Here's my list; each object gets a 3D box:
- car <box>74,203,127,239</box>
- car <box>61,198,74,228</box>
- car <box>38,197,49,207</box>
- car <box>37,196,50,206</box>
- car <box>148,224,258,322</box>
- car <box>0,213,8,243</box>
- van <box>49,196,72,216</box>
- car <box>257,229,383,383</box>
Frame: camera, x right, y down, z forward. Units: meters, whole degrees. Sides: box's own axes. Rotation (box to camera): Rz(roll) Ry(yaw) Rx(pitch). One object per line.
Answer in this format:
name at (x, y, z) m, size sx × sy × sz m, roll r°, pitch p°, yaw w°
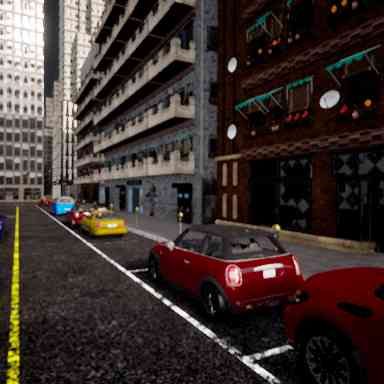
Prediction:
car at (-4.779, 1.526, 17.493) m, size 1.752 × 1.417 × 4.829 m, roll -1°, pitch 0°, yaw -28°
car at (-7.275, 1.440, 22.258) m, size 1.967 × 1.590 × 4.097 m, roll -1°, pitch 0°, yaw -28°
car at (-22.718, 1.537, 51.754) m, size 1.887 × 1.381 × 4.507 m, roll -1°, pitch 0°, yaw -28°
car at (-25.371, 1.516, 56.821) m, size 1.752 × 1.417 × 4.829 m, roll -1°, pitch 0°, yaw -28°
car at (0.447, 1.441, 7.510) m, size 1.967 × 1.590 × 4.097 m, roll -1°, pitch 0°, yaw -28°
car at (-9.806, 1.524, 15.660) m, size 1.812 × 1.442 × 4.674 m, roll 0°, pitch 0°, yaw -28°
van at (-12.424, 1.339, 32.089) m, size 1.690 × 1.788 × 3.998 m, roll -1°, pitch 0°, yaw -28°
car at (3.020, 1.317, 2.593) m, size 2.192 × 1.841 × 5.009 m, roll -1°, pitch 0°, yaw -28°
